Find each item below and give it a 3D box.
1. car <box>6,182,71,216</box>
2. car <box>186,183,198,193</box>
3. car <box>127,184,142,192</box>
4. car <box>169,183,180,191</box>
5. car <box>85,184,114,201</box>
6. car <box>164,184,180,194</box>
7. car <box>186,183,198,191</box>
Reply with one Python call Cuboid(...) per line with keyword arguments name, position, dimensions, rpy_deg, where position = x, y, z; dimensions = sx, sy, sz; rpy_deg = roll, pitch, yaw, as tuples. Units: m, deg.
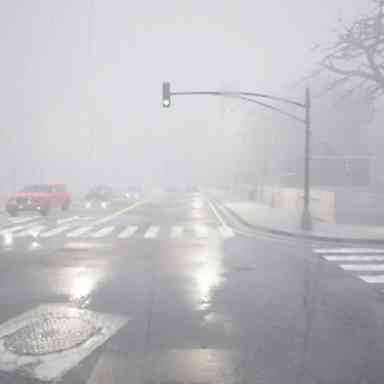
Cuboid(name="car", position=(-9.855, 0.387, 21.897), dimensions=(2.150, 2.045, 5.566), rpy_deg=(0, 2, 0))
Cuboid(name="car", position=(-0.011, -0.542, 52.590), dimensions=(1.812, 1.442, 4.674), rpy_deg=(0, 2, 0))
Cuboid(name="car", position=(-9.763, -0.625, 56.681), dimensions=(1.895, 1.301, 4.718), rpy_deg=(0, 2, 0))
Cuboid(name="car", position=(-3.264, -0.896, 62.587), dimensions=(1.994, 1.385, 4.181), rpy_deg=(0, 2, 0))
Cuboid(name="car", position=(-9.840, -0.035, 35.713), dimensions=(2.097, 1.767, 4.553), rpy_deg=(0, 2, 0))
Cuboid(name="car", position=(-3.261, -0.467, 52.623), dimensions=(1.895, 1.301, 4.718), rpy_deg=(0, 2, 0))
Cuboid(name="car", position=(-0.014, -0.970, 62.585), dimensions=(2.128, 1.511, 4.902), rpy_deg=(0, 2, 0))
